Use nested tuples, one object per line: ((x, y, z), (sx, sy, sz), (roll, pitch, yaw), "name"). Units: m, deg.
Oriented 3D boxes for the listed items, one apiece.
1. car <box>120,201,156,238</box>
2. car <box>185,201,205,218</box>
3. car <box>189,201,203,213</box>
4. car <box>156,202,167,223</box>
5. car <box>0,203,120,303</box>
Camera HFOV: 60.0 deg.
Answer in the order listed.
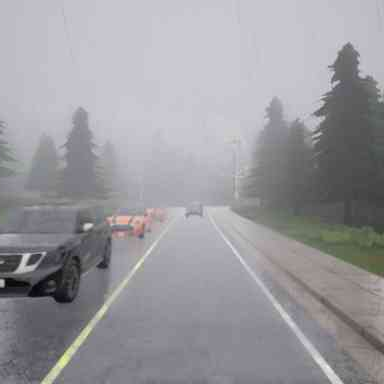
((-3.560, 1.587, 19.079), (2.097, 1.767, 4.553), (0, -1, 0), "car")
((0.273, 1.988, 35.861), (2.033, 1.411, 5.357), (0, -1, 2), "car")
((0.668, 2.073, 46.253), (1.837, 1.490, 4.892), (0, -1, 2), "car")
((-3.409, 1.712, 29.328), (2.097, 1.767, 4.553), (0, -1, 1), "car")
((-3.613, 1.330, 8.787), (2.150, 2.045, 5.566), (0, -1, -1), "car")
